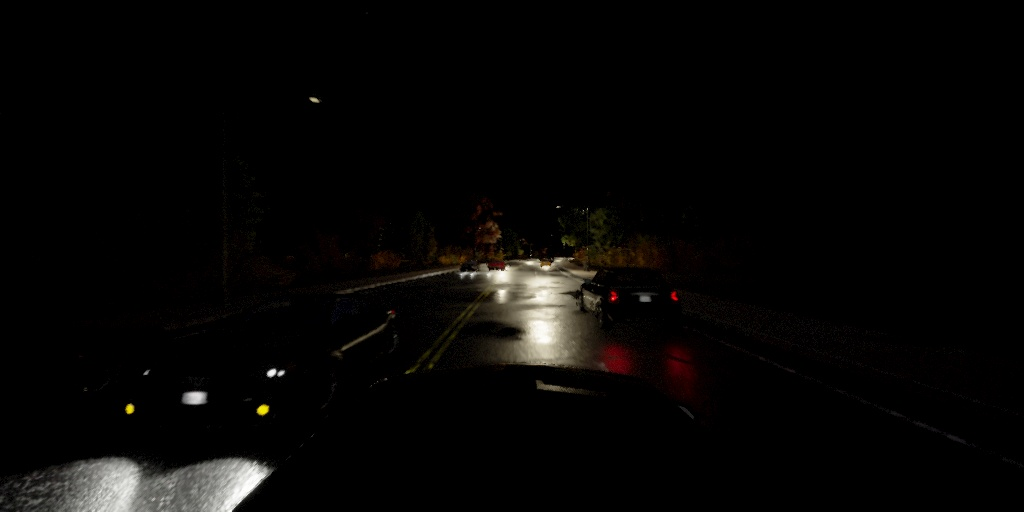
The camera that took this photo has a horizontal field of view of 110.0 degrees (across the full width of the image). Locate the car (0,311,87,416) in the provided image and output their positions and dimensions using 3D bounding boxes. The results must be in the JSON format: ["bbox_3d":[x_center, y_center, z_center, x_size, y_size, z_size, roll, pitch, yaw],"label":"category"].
[{"bbox_3d":[-6.587,1.335,3.583,1.895,1.301,4.718,0,0,0],"label":"car"}]

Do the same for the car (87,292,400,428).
[{"bbox_3d":[-3.321,1.306,5.761,1.994,1.385,4.181,0,0,0],"label":"car"}]

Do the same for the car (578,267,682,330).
[{"bbox_3d":[3.432,1.109,11.302,2.097,1.767,4.553,0,0,1],"label":"car"}]

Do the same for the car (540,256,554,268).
[{"bbox_3d":[5.818,1.168,61.962,1.801,1.575,5.366,0,0,5],"label":"car"}]

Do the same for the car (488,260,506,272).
[{"bbox_3d":[-1.927,1.200,46.078,1.882,1.535,5.008,0,0,4],"label":"car"}]

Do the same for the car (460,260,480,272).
[{"bbox_3d":[-5.229,1.263,45.401,2.033,1.411,5.357,0,0,4],"label":"car"}]
